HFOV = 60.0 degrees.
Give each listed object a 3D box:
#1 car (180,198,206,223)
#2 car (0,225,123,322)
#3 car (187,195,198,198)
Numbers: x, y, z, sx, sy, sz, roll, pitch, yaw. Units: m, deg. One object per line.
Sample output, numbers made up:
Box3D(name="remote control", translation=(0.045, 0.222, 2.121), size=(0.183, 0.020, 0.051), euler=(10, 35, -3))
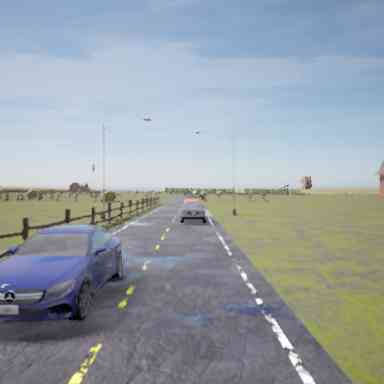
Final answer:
Box3D(name="car", translation=(0.089, 1.454, 24.724), size=(2.033, 1.411, 5.357), euler=(0, 0, 0))
Box3D(name="car", translation=(-2.753, 1.502, 7.321), size=(1.812, 1.442, 4.674), euler=(0, 0, 0))
Box3D(name="car", translation=(0.057, 1.186, 42.852), size=(2.097, 1.767, 4.553), euler=(0, 0, 0))
